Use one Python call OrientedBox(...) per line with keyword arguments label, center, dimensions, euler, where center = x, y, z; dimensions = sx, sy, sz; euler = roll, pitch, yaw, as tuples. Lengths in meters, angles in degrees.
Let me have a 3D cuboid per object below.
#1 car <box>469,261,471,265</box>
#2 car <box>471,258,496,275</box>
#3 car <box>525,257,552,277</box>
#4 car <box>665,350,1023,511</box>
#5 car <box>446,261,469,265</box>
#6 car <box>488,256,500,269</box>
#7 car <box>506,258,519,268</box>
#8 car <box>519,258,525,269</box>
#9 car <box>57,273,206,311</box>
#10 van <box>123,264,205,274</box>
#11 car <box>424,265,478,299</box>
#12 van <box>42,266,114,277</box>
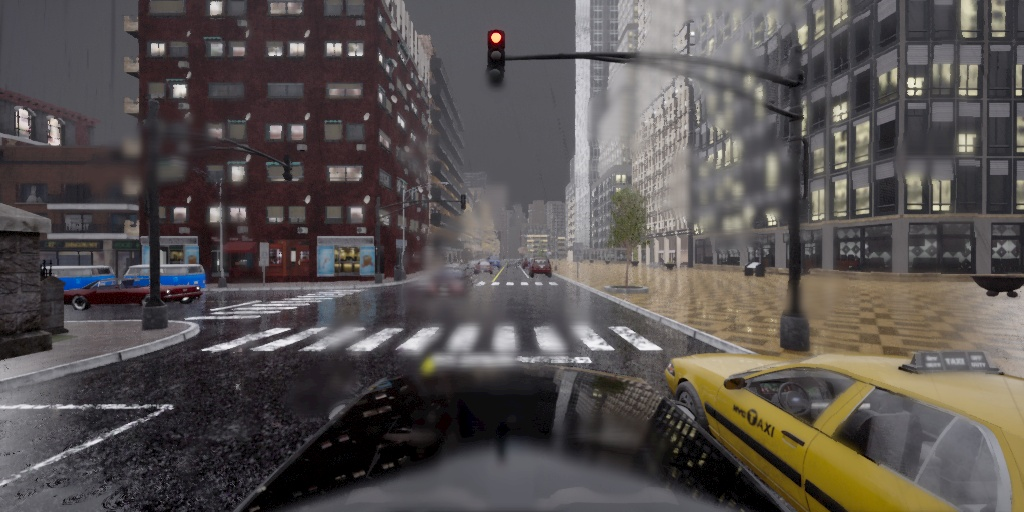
OrientedBox(label="car", center=(-5.677, 1.327, 51.288), dimensions=(2.007, 1.370, 4.403), euler=(0, 0, 0))
OrientedBox(label="car", center=(-3.096, 1.289, 39.673), dimensions=(1.812, 1.442, 4.674), euler=(0, 0, 0))
OrientedBox(label="car", center=(2.698, 1.074, 34.707), dimensions=(2.192, 1.841, 5.009), euler=(0, 0, 0))
OrientedBox(label="car", center=(2.689, 1.275, 2.465), dimensions=(1.751, 1.417, 4.829), euler=(0, 0, 0))
OrientedBox(label="car", center=(-5.681, 1.310, 34.709), dimensions=(2.007, 1.370, 4.403), euler=(0, 0, 0))
OrientedBox(label="car", center=(-3.066, 1.005, 58.237), dimensions=(2.150, 2.045, 5.566), euler=(0, 0, 0))
OrientedBox(label="car", center=(0.016, 1.286, 63.484), dimensions=(2.128, 1.511, 4.902), euler=(0, 0, 0))
OrientedBox(label="car", center=(2.705, 1.099, 56.812), dimensions=(2.192, 1.841, 5.009), euler=(0, 0, 0))
OrientedBox(label="car", center=(-16.544, 1.603, 15.719), dimensions=(4.718, 1.301, 1.895), euler=(-1, 0, -1))
OrientedBox(label="van", center=(-20.762, 1.391, 21.473), dimensions=(3.998, 1.789, 1.690), euler=(0, 0, -1))
OrientedBox(label="car", center=(-3.100, 1.350, 18.383), dimensions=(1.994, 1.385, 4.181), euler=(0, 0, 0))
OrientedBox(label="van", center=(-26.300, 1.481, 21.424), dimensions=(3.998, 1.789, 1.690), euler=(0, 0, -1))
